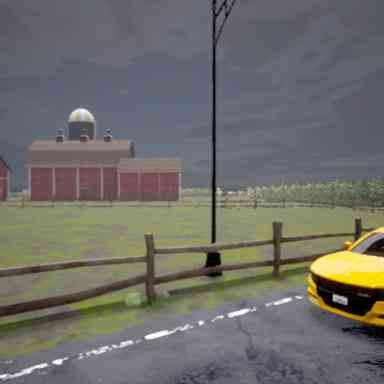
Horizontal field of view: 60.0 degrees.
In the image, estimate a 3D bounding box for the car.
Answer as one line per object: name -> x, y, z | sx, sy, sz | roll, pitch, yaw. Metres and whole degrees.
car -> 4.443, 1.463, 6.746 | 5.008, 1.535, 1.882 | 0, 0, -34
